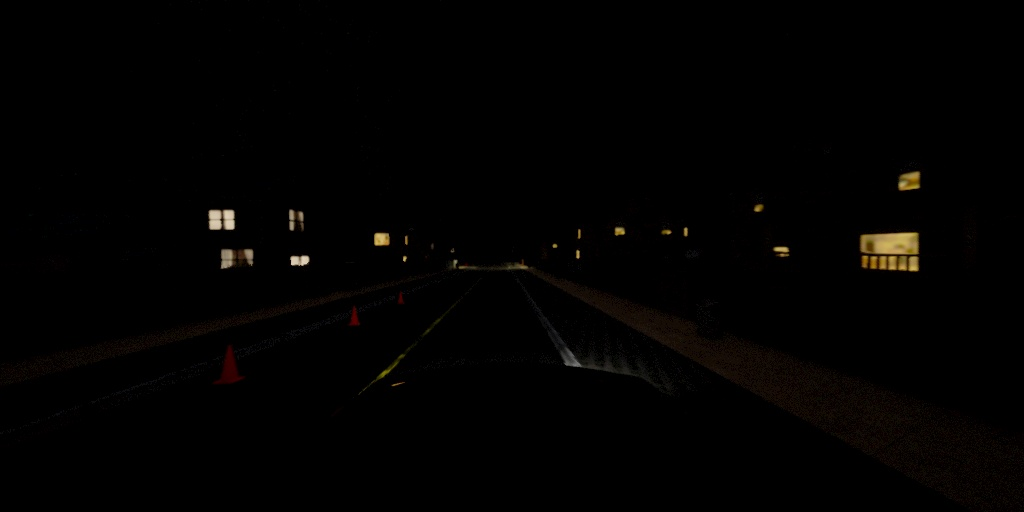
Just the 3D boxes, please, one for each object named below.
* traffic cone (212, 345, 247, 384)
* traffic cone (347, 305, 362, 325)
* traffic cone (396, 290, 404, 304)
[{"bbox_3d":[-4.677,1.771,5.945,0.340,0.580,0.340,0,0,-2],"label":"traffic cone"},{"bbox_3d":[-4.807,1.794,10.945,0.340,0.580,0.340,0,0,-2],"label":"traffic cone"},{"bbox_3d":[-4.939,1.816,15.944,0.340,0.580,0.340,0,0,-2],"label":"traffic cone"}]
